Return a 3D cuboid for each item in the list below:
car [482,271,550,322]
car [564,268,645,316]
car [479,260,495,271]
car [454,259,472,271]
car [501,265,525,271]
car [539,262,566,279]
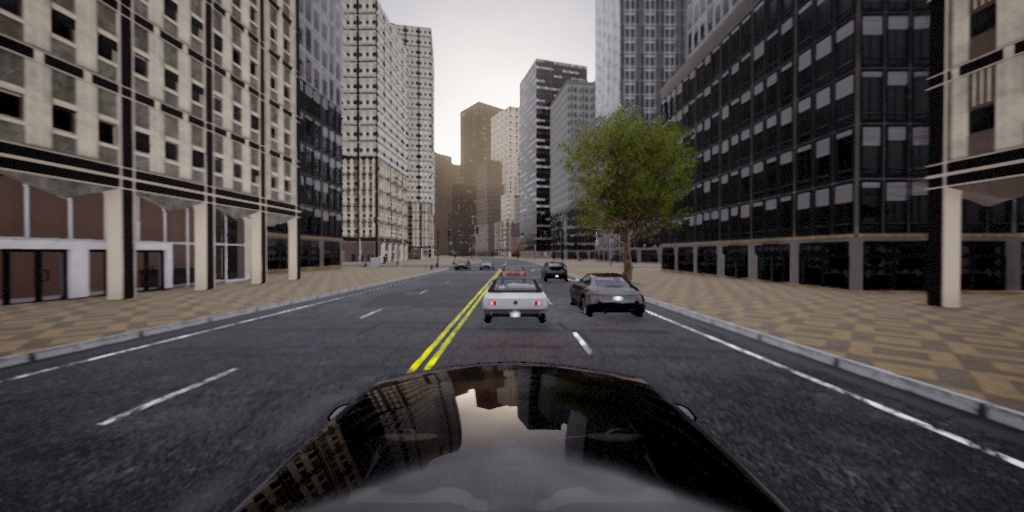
[{"bbox_3d":[0.097,1.346,12.250,1.895,1.301,4.718,0,0,0],"label":"car"},{"bbox_3d":[3.347,1.309,13.316,1.994,1.385,4.181,0,0,0],"label":"car"},{"bbox_3d":[-3.287,1.263,48.050,1.994,1.385,4.181,0,0,0],"label":"car"},{"bbox_3d":[-6.534,1.206,48.004,1.837,1.490,4.892,0,0,0],"label":"car"},{"bbox_3d":[0.092,1.332,27.617,1.895,1.301,4.718,0,0,0],"label":"car"},{"bbox_3d":[3.342,1.234,29.000,1.837,1.490,4.892,0,0,0],"label":"car"}]
